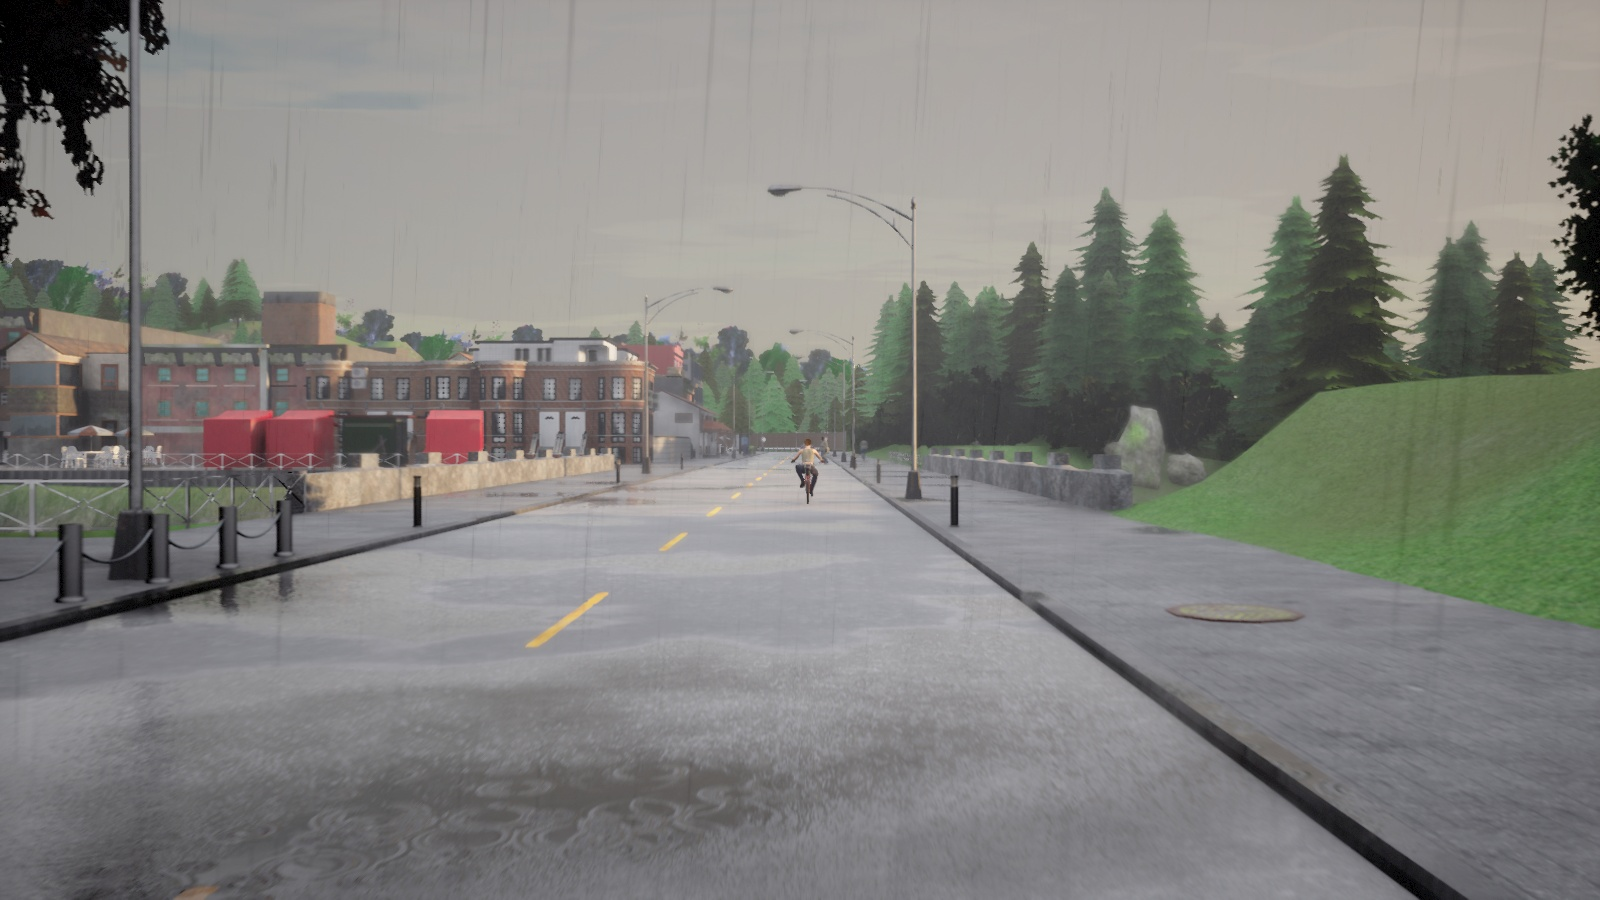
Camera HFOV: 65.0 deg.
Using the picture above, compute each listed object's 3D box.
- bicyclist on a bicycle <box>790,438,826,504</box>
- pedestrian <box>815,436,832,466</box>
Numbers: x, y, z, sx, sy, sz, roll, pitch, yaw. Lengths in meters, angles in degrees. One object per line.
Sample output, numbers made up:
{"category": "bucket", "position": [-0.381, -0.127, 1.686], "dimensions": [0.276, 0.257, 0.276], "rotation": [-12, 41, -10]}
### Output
{"category": "bicyclist on a bicycle", "position": [0.192, 0.508, 31.128], "dimensions": [0.866, 1.612, 1.509], "rotation": [0, 0, 0]}
{"category": "pedestrian", "position": [1.478, 0.037, 78.669], "dimensions": [0.900, 1.855, 0.874], "rotation": [0, 0, -9]}
